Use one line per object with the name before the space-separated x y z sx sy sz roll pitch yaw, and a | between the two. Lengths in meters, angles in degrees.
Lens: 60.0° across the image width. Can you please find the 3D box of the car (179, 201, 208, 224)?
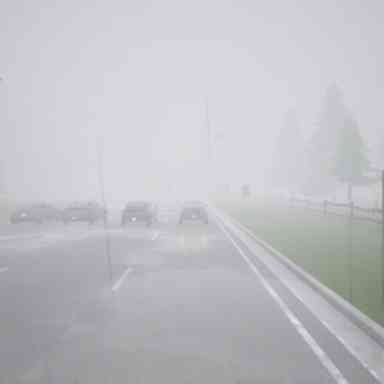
car | 0.090 1.335 22.905 1.812 1.442 4.674 0 0 0

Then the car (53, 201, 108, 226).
car | -6.896 1.309 21.855 2.128 1.511 4.902 0 0 0

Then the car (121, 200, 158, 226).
car | -3.396 1.322 21.941 1.837 1.490 4.892 0 0 0

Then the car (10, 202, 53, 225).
car | -10.396 1.376 22.539 1.994 1.385 4.181 0 0 0
